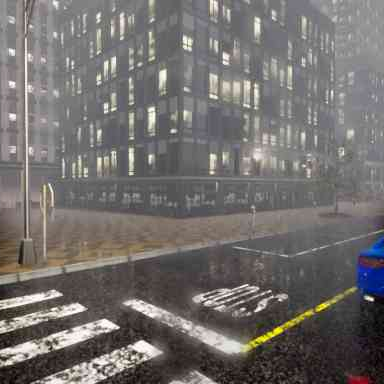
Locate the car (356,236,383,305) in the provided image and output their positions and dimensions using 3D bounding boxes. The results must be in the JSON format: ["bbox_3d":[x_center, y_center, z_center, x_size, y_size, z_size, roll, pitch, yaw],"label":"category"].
[{"bbox_3d":[5.190,1.387,6.973,5.008,1.535,1.882,-1,1,-44],"label":"car"}]
